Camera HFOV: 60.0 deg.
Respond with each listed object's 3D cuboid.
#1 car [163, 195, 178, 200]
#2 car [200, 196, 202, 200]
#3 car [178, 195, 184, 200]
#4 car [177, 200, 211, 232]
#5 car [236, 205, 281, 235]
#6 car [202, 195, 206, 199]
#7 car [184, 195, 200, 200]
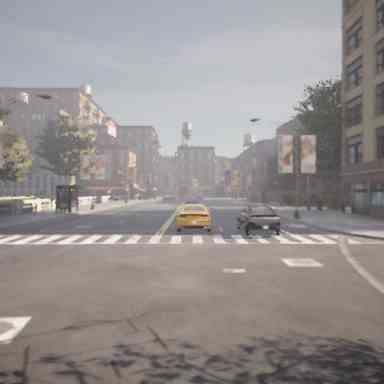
[{"bbox_3d":[-6.373,1.534,90.672,2.002,1.452,4.674,0,0,20],"label":"car"},{"bbox_3d":[0.430,1.607,76.692,1.895,1.301,4.718,0,0,10],"label":"car"},{"bbox_3d":[-1.498,1.539,94.291,2.128,1.511,4.902,0,0,24],"label":"car"},{"bbox_3d":[0.106,1.481,20.380,1.882,1.535,5.008,0,0,0],"label":"car"},{"bbox_3d":[3.606,1.494,18.673,2.128,1.511,4.902,0,0,0],"label":"car"},{"bbox_3d":[1.366,1.609,92.159,1.895,1.301,4.718,0,0,24],"label":"car"},{"bbox_3d":[0.022,1.573,57.670,1.994,1.385,4.181,0,0,1],"label":"car"}]
